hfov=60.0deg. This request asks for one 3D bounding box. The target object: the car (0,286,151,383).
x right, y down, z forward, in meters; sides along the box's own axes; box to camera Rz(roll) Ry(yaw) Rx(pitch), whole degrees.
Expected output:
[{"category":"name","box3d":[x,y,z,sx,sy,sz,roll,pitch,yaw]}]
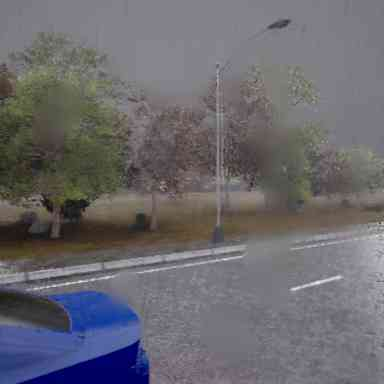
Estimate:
[{"category":"car","box3d":[-2.696,1.478,2.063,5.008,1.535,1.882,0,0,-35]}]
